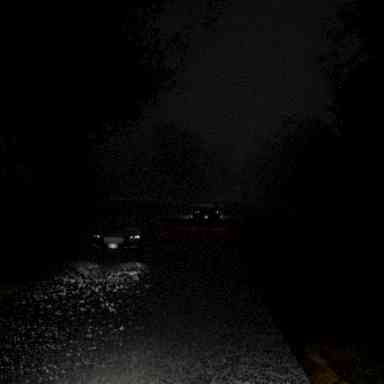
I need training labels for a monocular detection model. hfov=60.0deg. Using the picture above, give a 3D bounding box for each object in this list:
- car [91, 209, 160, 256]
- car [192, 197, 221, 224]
[{"bbox_3d":[-2.428,1.450,13.197,2.128,1.511,4.902,1,1,3],"label":"car"},{"bbox_3d":[1.012,1.348,23.008,1.812,1.442,4.674,0,1,3],"label":"car"}]
